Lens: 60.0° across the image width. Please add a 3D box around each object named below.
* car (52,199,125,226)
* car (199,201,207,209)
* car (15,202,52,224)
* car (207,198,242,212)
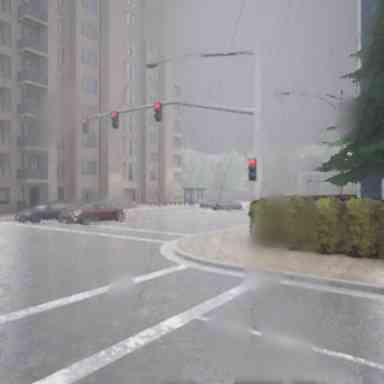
[{"bbox_3d":[-6.810,1.294,22.950,2.097,1.767,4.553,0,0,34],"label":"car"},{"bbox_3d":[3.065,1.480,42.642,2.033,1.411,5.357,0,0,36],"label":"car"},{"bbox_3d":[-10.353,1.457,24.253,1.812,1.442,4.674,0,0,36],"label":"car"},{"bbox_3d":[4.042,1.506,38.059,1.994,1.385,4.181,0,0,36],"label":"car"}]
